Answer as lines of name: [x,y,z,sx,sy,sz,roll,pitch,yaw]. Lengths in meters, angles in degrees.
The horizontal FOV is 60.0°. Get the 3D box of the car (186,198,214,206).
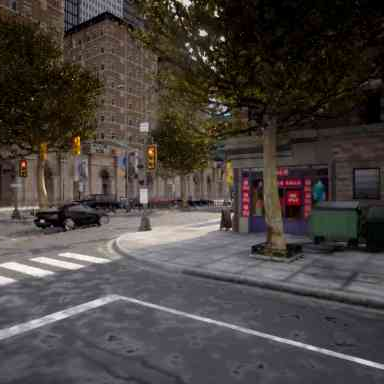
car: [1.454,1.601,52.797,1.895,1.301,4.718,0,0,36]

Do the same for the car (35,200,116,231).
car: [-7.281,1.483,20.753,1.882,1.535,5.008,-2,-1,24]

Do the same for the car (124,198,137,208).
car: [-8.139,1.526,45.467,1.812,1.442,4.674,0,0,36]

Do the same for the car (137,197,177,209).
car: [-4.594,1.478,44.420,1.882,1.535,5.008,0,0,36]

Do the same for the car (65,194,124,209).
car: [-10.498,1.221,36.226,2.150,2.045,5.566,0,0,36]

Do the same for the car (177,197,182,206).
car: [-2.128,1.564,53.819,1.994,1.385,4.181,0,0,36]

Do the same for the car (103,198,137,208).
car: [-10.271,1.595,47.917,1.895,1.301,4.718,0,0,36]
